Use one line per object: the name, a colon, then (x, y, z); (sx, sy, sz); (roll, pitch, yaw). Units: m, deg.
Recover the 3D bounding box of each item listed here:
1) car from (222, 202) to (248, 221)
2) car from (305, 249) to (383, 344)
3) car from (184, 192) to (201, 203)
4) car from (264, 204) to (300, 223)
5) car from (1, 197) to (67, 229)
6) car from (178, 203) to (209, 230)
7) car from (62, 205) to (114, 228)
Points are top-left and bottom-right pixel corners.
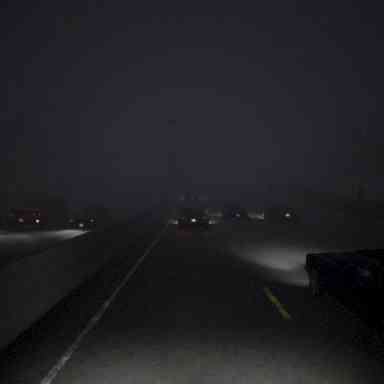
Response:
car: (3.599, 1.567, 28.314); (1.812, 1.442, 4.674); (0, 2, 0)
car: (3.600, 1.648, 5.818); (1.895, 1.301, 4.718); (0, 0, 0)
car: (0.065, 0.641, 42.884); (2.163, 1.488, 4.792); (0, 5, 0)
car: (7.099, 1.652, 26.650); (1.994, 1.385, 4.181); (0, 1, 0)
car: (-10.509, 1.365, 23.228); (2.150, 2.045, 5.566); (0, 0, 0)
car: (0.099, 1.716, 22.507); (1.994, 1.385, 4.181); (0, 0, 0)
car: (-7.005, 1.683, 23.688); (2.033, 1.411, 5.357); (0, 1, 0)
